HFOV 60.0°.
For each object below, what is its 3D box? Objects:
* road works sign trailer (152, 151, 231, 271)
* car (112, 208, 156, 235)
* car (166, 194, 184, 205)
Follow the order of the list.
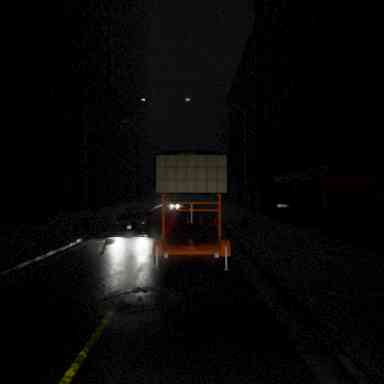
[{"bbox_3d":[-0.014,0.468,10.927,2.380,3.560,2.880,0,0,0],"label":"road works sign trailer"},{"bbox_3d":[-3.126,1.572,18.593,1.994,1.385,4.181,0,0,0],"label":"car"},{"bbox_3d":[-3.150,1.547,61.767,2.128,1.511,4.902,0,0,0],"label":"car"}]
